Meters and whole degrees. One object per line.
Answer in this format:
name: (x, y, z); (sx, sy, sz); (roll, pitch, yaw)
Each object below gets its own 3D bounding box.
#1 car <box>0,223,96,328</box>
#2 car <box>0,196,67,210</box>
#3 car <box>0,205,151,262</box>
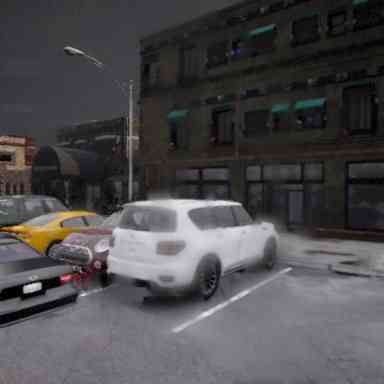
car: (-4.500, 1.515, 6.606); (5.357, 1.411, 2.033); (0, 0, 36)
car: (-6.355, 1.168, 13.543); (2.435, 2.045, 5.566); (0, 0, 36)
car: (-4.031, 1.433, 11.840); (2.097, 1.535, 5.008); (0, 0, 36)
